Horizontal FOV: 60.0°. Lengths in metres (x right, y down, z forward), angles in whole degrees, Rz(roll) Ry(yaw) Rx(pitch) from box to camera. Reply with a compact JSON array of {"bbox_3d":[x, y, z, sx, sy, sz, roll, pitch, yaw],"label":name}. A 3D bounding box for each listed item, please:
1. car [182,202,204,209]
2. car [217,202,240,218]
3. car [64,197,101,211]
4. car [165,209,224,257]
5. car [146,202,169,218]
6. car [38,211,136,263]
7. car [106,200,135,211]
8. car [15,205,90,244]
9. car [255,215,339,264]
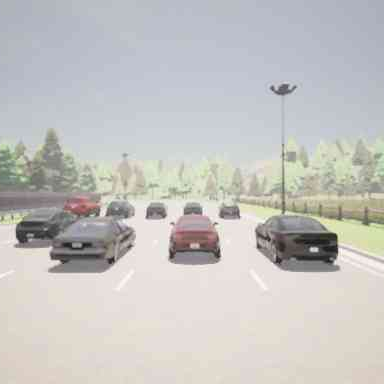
[{"bbox_3d":[0.093,1.747,32.867,1.837,1.490,4.892,0,0,0],"label":"car"},{"bbox_3d":[3.592,1.733,32.788,2.128,1.511,4.902,0,0,0],"label":"car"},{"bbox_3d":[-10.407,1.456,31.826,2.150,2.045,5.566,0,0,0],"label":"car"},{"bbox_3d":[0.086,1.623,13.184,1.812,1.442,4.674,0,0,0],"label":"car"},{"bbox_3d":[-3.407,1.747,32.861,1.837,1.490,4.892,0,0,0],"label":"car"},{"bbox_3d":[-3.403,1.639,12.355,2.033,1.411,5.357,0,0,0],"label":"car"},{"bbox_3d":[-6.907,1.591,32.524,2.097,1.767,4.553,0,0,0],"label":"car"},{"bbox_3d":[-6.904,1.628,16.628,1.837,1.490,4.892,0,0,0],"label":"car"},{"bbox_3d":[3.595,1.568,12.265,1.882,1.535,5.008,0,0,0],"label":"car"}]
